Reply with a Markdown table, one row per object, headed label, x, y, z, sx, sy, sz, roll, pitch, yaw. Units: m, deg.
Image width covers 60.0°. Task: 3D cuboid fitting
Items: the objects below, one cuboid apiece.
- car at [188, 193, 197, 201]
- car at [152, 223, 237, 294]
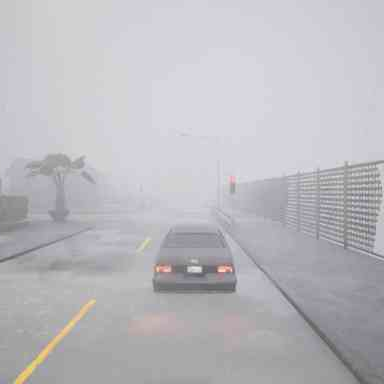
| label | x | y | z | sx | sy | sz | roll | pitch | yaw |
| --- | --- | --- | --- | --- | --- | --- | --- | --- | --- |
| car | 0.090 | 1.225 | 87.059 | 2.150 | 2.045 | 5.566 | 0 | 0 | 0 |
| car | 0.073 | 1.547 | 8.955 | 2.033 | 1.411 | 5.357 | 0 | 0 | 1 |
